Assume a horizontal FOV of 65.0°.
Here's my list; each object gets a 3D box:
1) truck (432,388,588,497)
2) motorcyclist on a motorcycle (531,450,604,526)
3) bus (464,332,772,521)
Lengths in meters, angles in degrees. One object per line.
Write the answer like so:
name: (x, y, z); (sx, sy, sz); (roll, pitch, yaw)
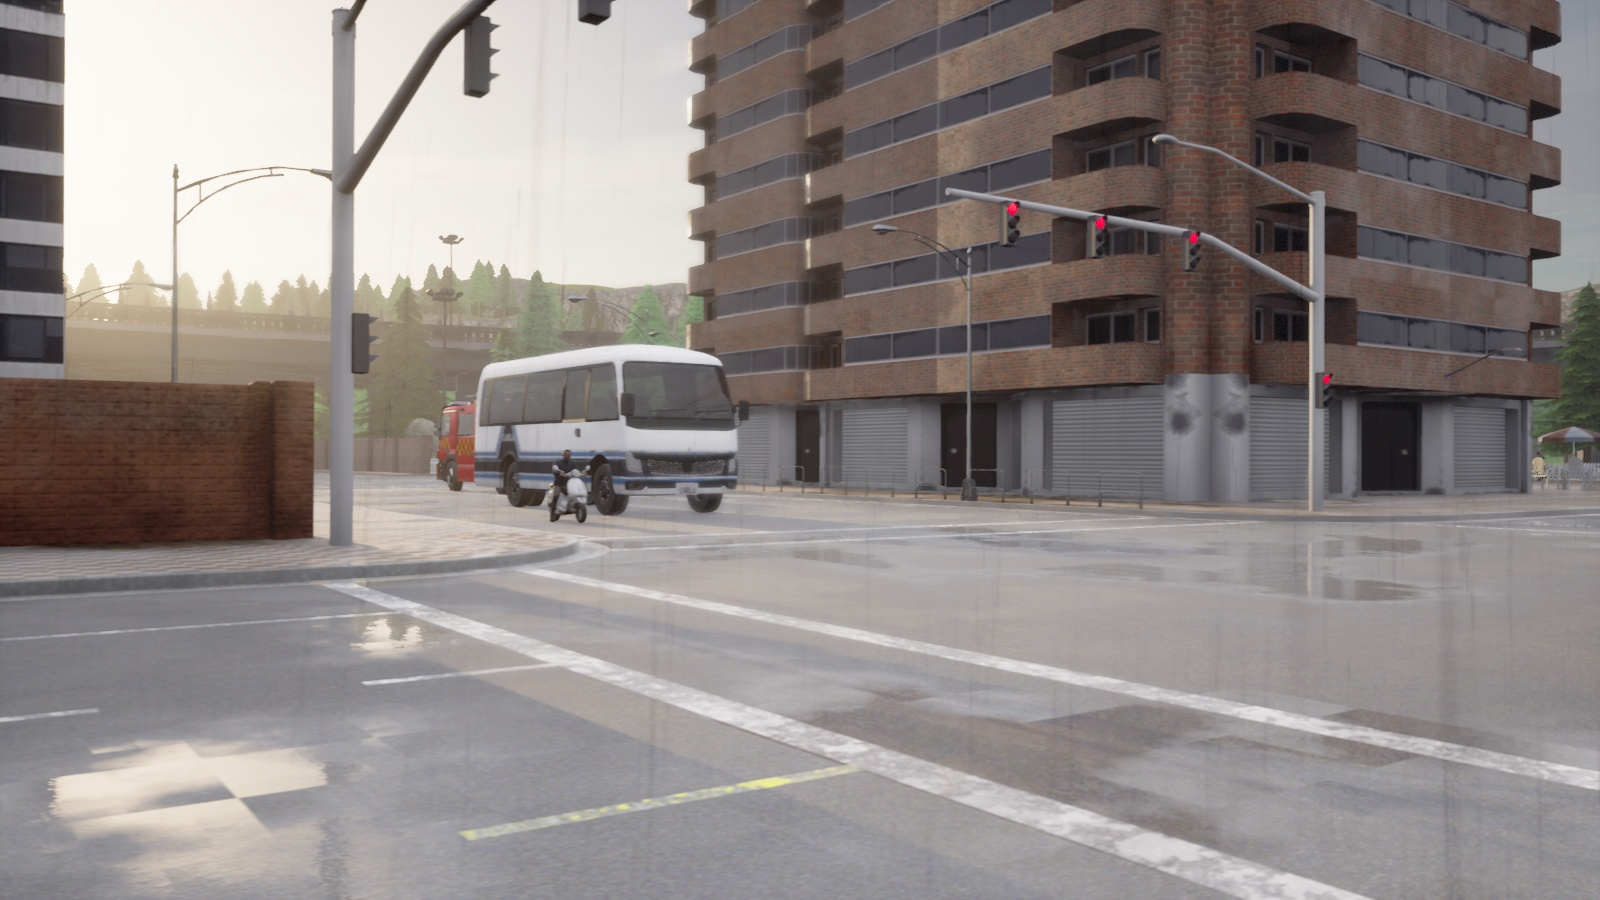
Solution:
truck: (-11.324, -0.244, 48.300); (2.891, 3.827, 8.468); (0, 0, -35)
motorcyclist on a motorcycle: (-5.055, 0.796, 27.234); (0.866, 1.590, 1.817); (0, -1, -35)
bus: (-5.242, -0.511, 33.583); (3.944, 4.253, 10.273); (0, 0, -35)
